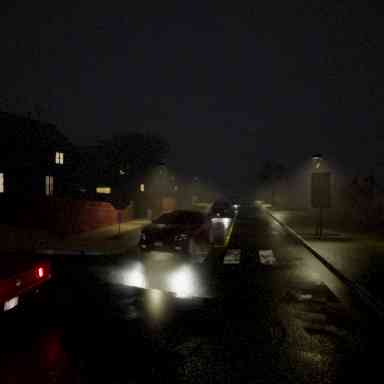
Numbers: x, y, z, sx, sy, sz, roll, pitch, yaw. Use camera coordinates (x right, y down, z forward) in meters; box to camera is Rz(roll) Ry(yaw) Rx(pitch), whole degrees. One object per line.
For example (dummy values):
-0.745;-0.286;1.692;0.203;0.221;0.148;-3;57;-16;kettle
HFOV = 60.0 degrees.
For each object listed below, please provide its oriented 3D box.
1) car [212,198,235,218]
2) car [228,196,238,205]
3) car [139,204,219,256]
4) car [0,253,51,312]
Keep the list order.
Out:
2.607;1.524;30.506;2.033;1.411;5.357;0;0;9;car
7.021;1.492;58.590;1.812;1.442;4.674;0;0;9;car
-0.444;1.473;13.456;1.882;1.535;5.008;0;0;16;car
-4.962;1.320;5.378;4.718;1.301;1.895;3;1;7;car
